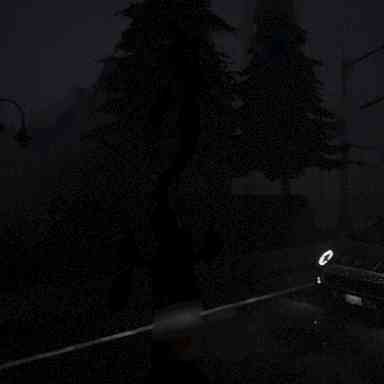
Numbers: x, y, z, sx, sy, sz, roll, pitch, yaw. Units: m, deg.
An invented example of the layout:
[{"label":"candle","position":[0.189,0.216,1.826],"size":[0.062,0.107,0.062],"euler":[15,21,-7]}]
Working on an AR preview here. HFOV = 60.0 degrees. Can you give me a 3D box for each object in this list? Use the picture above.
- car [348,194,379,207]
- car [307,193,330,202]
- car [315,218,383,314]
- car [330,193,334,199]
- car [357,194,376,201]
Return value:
[{"label":"car","position":[23.398,1.095,46.505],"size":[1.932,1.855,4.605],"euler":[0,0,-36]},{"label":"car","position":[26.156,1.074,69.924],"size":[1.905,1.878,3.866],"euler":[0,0,-36]},{"label":"car","position":[4.759,1.351,7.293],"size":[4.553,1.767,2.097],"euler":[0,0,-35]},{"label":"car","position":[28.271,1.095,71.958],"size":[1.932,1.855,4.605],"euler":[0,0,-36]},{"label":"car","position":[43.426,1.370,82.715],"size":[1.845,1.501,3.633],"euler":[0,0,-36]}]
